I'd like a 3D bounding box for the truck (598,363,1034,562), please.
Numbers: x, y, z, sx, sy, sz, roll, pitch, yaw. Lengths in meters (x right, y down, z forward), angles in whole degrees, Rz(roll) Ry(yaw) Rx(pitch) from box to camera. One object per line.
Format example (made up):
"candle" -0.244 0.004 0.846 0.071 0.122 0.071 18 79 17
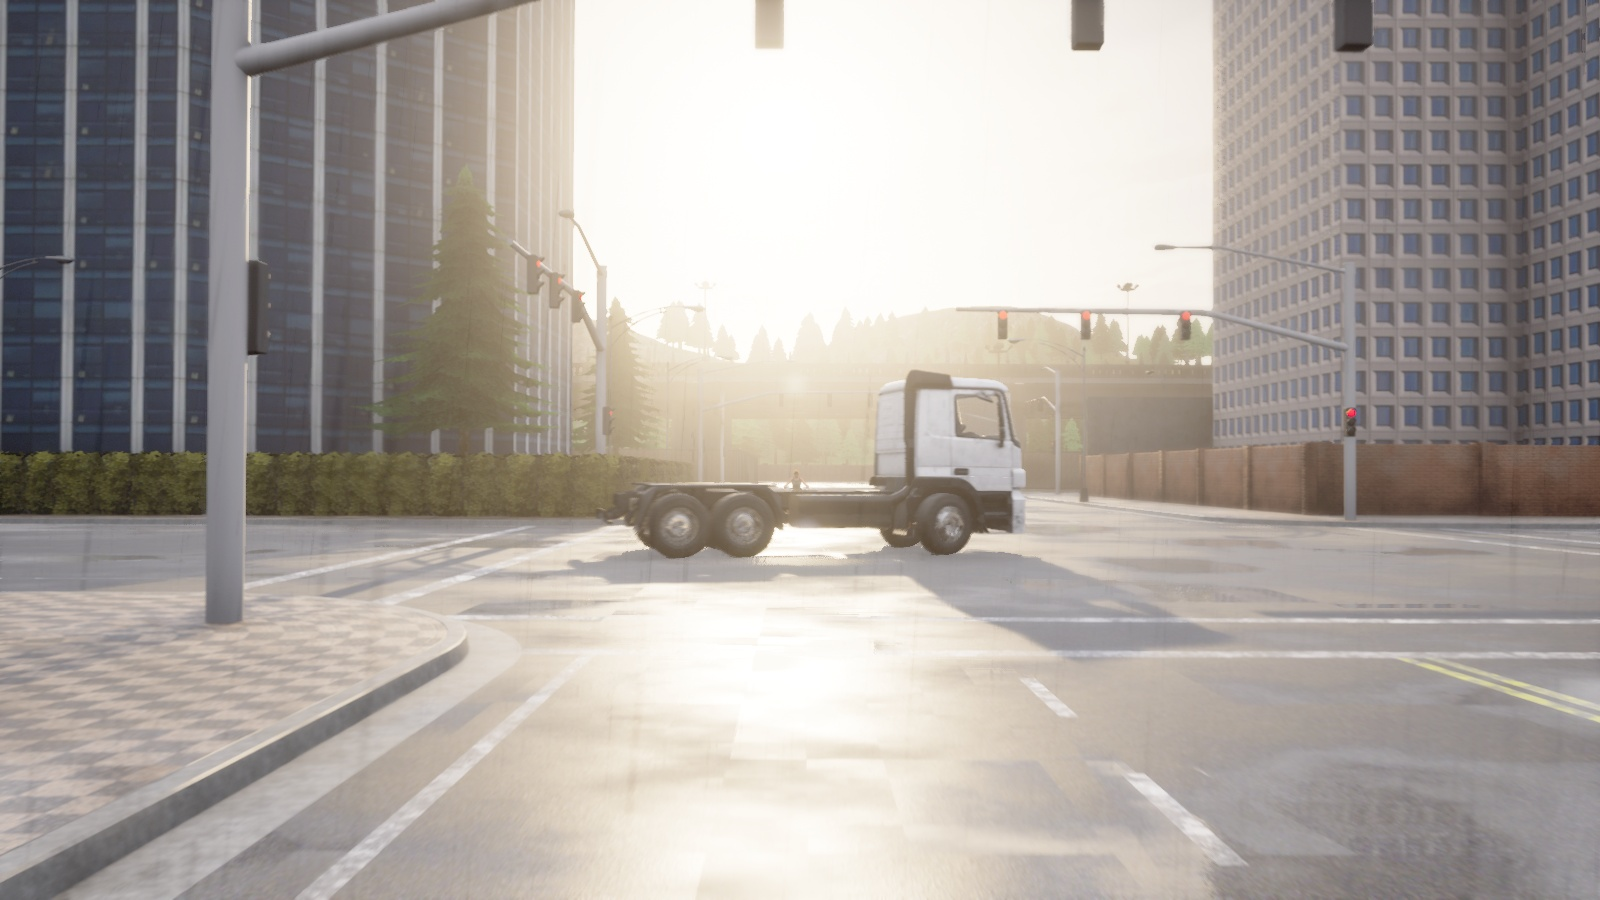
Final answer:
"truck" 0.236 0.238 24.258 7.936 3.462 2.891 0 -1 -14
